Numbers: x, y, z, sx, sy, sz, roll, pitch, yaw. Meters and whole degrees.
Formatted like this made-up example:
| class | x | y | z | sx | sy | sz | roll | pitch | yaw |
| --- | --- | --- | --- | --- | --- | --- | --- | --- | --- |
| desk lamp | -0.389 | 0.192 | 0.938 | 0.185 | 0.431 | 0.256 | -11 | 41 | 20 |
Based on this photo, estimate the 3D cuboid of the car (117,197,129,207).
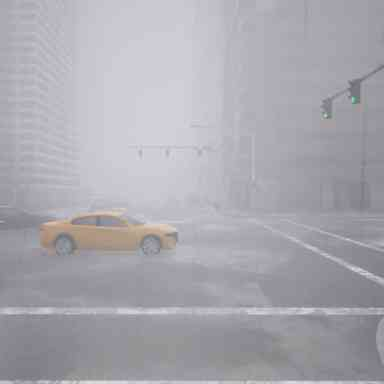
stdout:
| class | x | y | z | sx | sy | sz | roll | pitch | yaw |
| --- | --- | --- | --- | --- | --- | --- | --- | --- | --- |
| car | -10.620 | 1.526 | 49.635 | 1.812 | 1.442 | 4.674 | 0 | 0 | 0 |

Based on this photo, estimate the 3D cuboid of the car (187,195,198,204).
| class | x | y | z | sx | sy | sz | roll | pitch | yaw |
| --- | --- | --- | --- | --- | --- | --- | --- | --- | --- |
| car | 0.063 | 1.352 | 63.504 | 2.097 | 1.767 | 4.553 | 0 | 0 | 0 |

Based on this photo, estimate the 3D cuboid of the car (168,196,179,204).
| class | x | y | z | sx | sy | sz | roll | pitch | yaw |
| --- | --- | --- | --- | --- | --- | --- | --- | --- | --- |
| car | -3.540 | 1.491 | 63.175 | 2.128 | 1.511 | 4.902 | 0 | 0 | 0 |

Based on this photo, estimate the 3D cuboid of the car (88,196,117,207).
| class | x | y | z | sx | sy | sz | roll | pitch | yaw |
| --- | --- | --- | --- | --- | --- | --- | --- | --- | --- |
| car | -10.624 | 1.505 | 39.376 | 1.837 | 1.490 | 4.892 | 0 | 0 | 0 |

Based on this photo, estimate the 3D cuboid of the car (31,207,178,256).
| class | x | y | z | sx | sy | sz | roll | pitch | yaw |
| --- | --- | --- | --- | --- | --- | --- | --- | --- | --- |
| car | -3.032 | 1.477 | 12.533 | 5.008 | 1.535 | 1.882 | 0 | 0 | 0 |

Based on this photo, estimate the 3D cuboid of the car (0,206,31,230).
| class | x | y | z | sx | sy | sz | roll | pitch | yaw |
| --- | --- | --- | --- | --- | --- | --- | --- | --- | --- |
| car | -10.196 | 1.526 | 18.814 | 4.674 | 1.442 | 1.812 | 0 | 1 | -31 |
